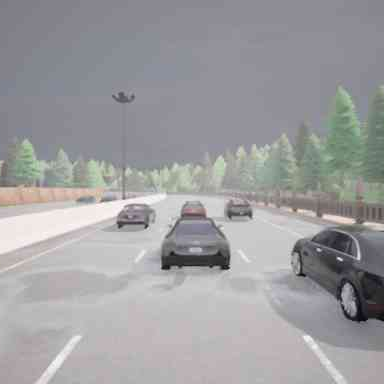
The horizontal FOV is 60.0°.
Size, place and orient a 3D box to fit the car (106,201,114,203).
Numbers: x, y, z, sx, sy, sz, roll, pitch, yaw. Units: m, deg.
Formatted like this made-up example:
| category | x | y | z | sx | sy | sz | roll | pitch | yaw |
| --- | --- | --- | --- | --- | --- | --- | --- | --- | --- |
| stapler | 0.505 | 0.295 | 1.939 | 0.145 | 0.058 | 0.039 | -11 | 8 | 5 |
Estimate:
| category | x | y | z | sx | sy | sz | roll | pitch | yaw |
| --- | --- | --- | --- | --- | --- | --- | --- | --- | --- |
| car | -14.016 | 1.175 | 56.636 | 2.033 | 1.411 | 5.357 | 0 | 0 | 1 |

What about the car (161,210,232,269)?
| category | x | y | z | sx | sy | sz | roll | pitch | yaw |
| --- | --- | --- | --- | --- | --- | --- | --- | --- | --- |
| car | 0.102 | 1.493 | 10.830 | 1.994 | 1.385 | 4.181 | 0 | 0 | 0 |

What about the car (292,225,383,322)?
| category | x | y | z | sx | sy | sz | roll | pitch | yaw |
| --- | --- | --- | --- | --- | --- | --- | --- | --- | --- |
| car | 3.600 | 1.459 | 7.091 | 1.837 | 1.490 | 4.892 | 0 | 1 | 0 |

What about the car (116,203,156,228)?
| category | x | y | z | sx | sy | sz | roll | pitch | yaw |
| --- | --- | --- | --- | --- | --- | --- | --- | --- | --- |
| car | -3.396 | 1.410 | 20.888 | 2.033 | 1.411 | 5.357 | 0 | 0 | 0 |

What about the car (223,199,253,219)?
| category | x | y | z | sx | sy | sz | roll | pitch | yaw |
| --- | --- | --- | --- | --- | --- | --- | --- | --- | --- |
| car | 3.605 | 1.319 | 26.435 | 2.128 | 1.511 | 4.902 | 0 | 1 | 0 |

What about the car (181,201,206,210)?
| category | x | y | z | sx | sy | sz | roll | pitch | yaw |
| --- | --- | --- | --- | --- | --- | --- | --- | --- | --- |
| car | 0.106 | 1.387 | 26.990 | 1.994 | 1.385 | 4.181 | 0 | 0 | 0 |
